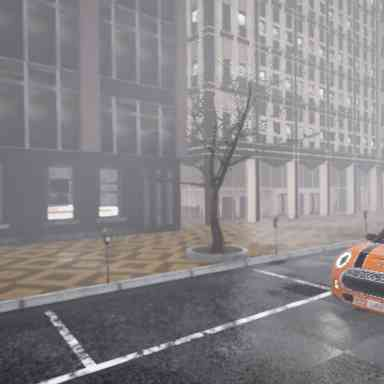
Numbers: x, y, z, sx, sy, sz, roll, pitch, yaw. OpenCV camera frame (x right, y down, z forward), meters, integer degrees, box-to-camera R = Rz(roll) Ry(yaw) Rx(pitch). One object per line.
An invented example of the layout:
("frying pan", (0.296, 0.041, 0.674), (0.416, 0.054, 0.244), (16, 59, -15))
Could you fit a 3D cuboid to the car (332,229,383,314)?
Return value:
("car", (4.919, 1.299, 6.888), (4.553, 1.767, 2.097), (0, 0, -36))
